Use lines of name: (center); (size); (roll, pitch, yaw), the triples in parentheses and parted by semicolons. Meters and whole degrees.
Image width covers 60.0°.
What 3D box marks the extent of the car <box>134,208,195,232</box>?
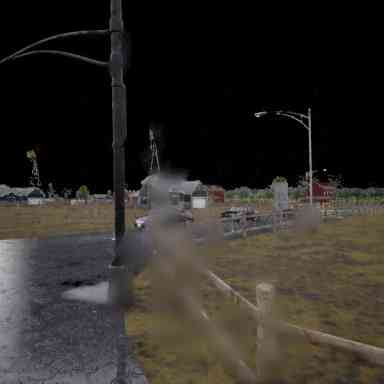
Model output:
car: (-1.779, 1.826, 22.634); (2.128, 1.511, 4.902); (-2, -2, 38)

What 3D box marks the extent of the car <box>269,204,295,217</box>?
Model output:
car: (10.903, 2.194, 39.851); (1.837, 1.490, 4.892); (-2, -2, 37)

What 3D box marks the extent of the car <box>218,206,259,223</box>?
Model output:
car: (4.525, 2.057, 31.215); (2.033, 1.411, 5.357); (-2, -2, 36)
